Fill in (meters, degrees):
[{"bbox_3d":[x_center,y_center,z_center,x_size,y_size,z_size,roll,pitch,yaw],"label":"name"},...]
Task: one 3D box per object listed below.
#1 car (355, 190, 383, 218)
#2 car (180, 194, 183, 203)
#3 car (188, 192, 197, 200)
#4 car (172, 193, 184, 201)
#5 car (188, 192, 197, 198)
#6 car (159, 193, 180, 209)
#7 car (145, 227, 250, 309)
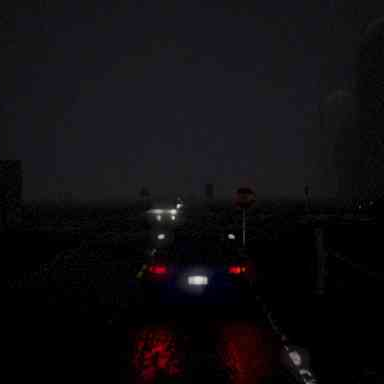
[{"bbox_3d":[15.154,0.742,24.570,5.566,2.045,2.150,-1,1,0],"label":"car"},{"bbox_3d":[-2.779,0.921,50.488,2.097,1.767,4.553,0,0,0],"label":"car"},{"bbox_3d":[0.070,0.974,68.956,2.033,1.411,5.357,0,0,0],"label":"car"},{"bbox_3d":[-2.694,0.999,65.734,2.033,1.411,5.357,0,0,0],"label":"car"},{"bbox_3d":[0.081,0.787,79.380,1.994,1.385,4.181,0,0,0],"label":"car"},{"bbox_3d":[-2.803,1.138,39.143,1.882,1.535,5.008,0,0,0],"label":"car"},{"bbox_3d":[0.106,1.492,7.804,1.994,1.385,4.181,0,0,0],"label":"car"}]
